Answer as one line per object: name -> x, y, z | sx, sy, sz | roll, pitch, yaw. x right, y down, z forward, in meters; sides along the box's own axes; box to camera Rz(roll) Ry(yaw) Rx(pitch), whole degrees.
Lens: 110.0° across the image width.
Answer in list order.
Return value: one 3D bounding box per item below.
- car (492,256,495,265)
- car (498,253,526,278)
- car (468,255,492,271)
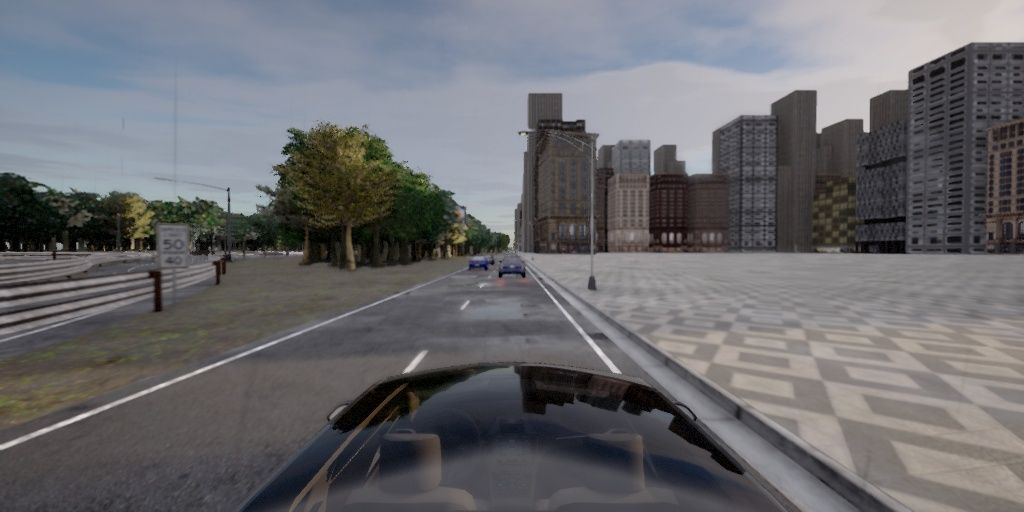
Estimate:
car -> -3.463, 0.527, 51.487 | 1.812, 1.442, 4.674 | 0, 1, 1
car -> 0.005, 0.731, 28.692 | 2.097, 1.767, 4.553 | 0, 1, 0
car -> -3.491, 0.706, 38.339 | 1.882, 1.535, 5.008 | 0, 1, 0
